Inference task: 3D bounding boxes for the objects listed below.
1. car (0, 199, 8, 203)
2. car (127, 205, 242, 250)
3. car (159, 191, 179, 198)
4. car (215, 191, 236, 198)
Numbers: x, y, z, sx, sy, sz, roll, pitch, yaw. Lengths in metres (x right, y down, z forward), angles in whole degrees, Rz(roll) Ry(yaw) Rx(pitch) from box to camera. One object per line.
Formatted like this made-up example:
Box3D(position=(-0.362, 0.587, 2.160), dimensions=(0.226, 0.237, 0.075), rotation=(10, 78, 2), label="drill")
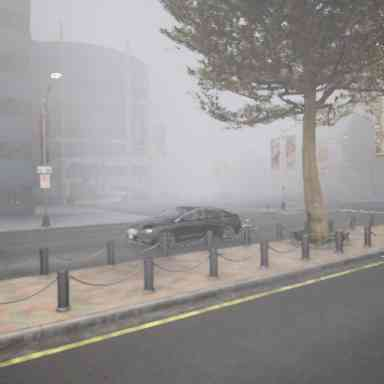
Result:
Box3D(position=(-20.445, 1.194, 32.198), dimensions=(4.674, 1.452, 2.002), rotation=(-1, 1, -34), label="car")
Box3D(position=(-0.184, 1.318, 13.448), dimensions=(4.902, 1.511, 2.128), rotation=(-1, 1, -34), label="car")
Box3D(position=(-5.445, 0.519, 78.764), dimensions=(5.008, 1.535, 1.882), rotation=(0, 1, 31), label="car")
Box3D(position=(6.763, 0.487, 67.949), dimensions=(1.882, 1.535, 5.008), rotation=(-1, 1, -36), label="car")
